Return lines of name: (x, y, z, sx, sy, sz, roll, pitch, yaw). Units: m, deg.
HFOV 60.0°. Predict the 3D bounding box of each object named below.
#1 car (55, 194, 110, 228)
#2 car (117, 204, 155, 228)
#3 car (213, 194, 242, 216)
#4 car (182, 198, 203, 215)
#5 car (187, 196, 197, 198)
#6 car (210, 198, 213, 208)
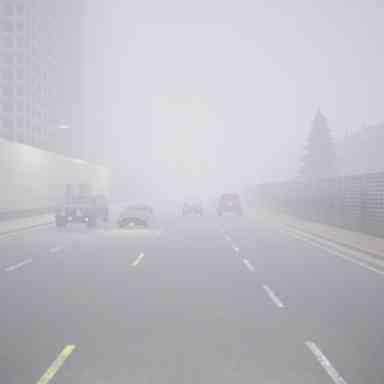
car: (-7.049, 1.189, 22.047, 2.150, 2.045, 5.566, 0, 0, 0)
car: (-3.548, 1.510, 22.145, 2.033, 1.411, 5.357, 0, 0, 0)
car: (3.476, 1.166, 32.305, 2.150, 2.045, 5.566, 0, 0, 1)
car: (0.045, 1.546, 32.366, 1.895, 1.301, 4.718, 0, 0, 0)
car: (-0.017, 1.275, 45.060, 2.097, 1.767, 4.553, 0, 0, 0)
car: (3.480, 1.446, 46.897, 1.812, 1.442, 4.674, 0, 0, 0)
